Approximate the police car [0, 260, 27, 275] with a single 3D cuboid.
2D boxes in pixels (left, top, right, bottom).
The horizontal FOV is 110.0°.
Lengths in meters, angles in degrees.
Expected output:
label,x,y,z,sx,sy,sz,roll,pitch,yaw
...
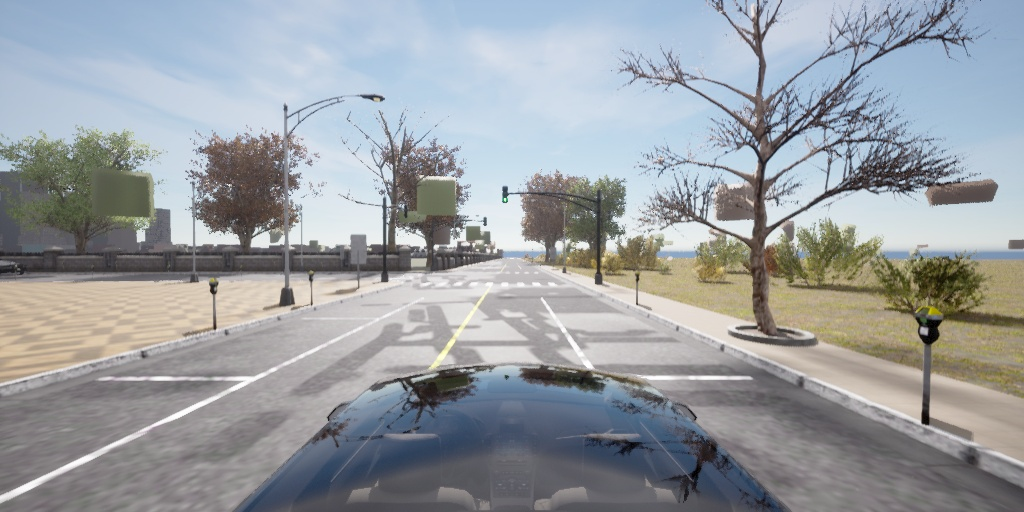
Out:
label,x,y,z,sx,sy,sz,roll,pitch,yaw
police car,-53.313,1.188,36.831,5.238,1.638,1.930,0,1,-1
